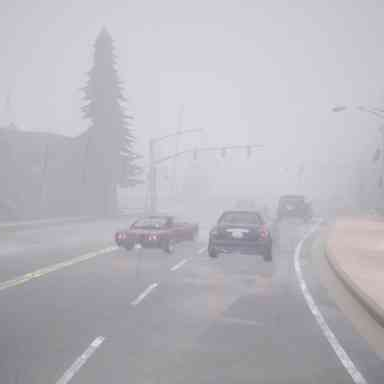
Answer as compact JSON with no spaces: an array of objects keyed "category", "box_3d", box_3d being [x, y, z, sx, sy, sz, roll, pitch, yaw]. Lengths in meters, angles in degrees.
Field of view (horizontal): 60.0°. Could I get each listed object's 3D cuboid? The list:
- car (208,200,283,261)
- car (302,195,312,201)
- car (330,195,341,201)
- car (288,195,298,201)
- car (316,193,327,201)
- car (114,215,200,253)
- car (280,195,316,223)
[{"category":"car","box_3d":[2.123,1.364,12.557,2.097,1.767,4.553,0,0,19]},{"category":"car","box_3d":[30.178,1.545,87.443,1.994,1.385,4.181,0,0,26]},{"category":"car","box_3d":[34.502,1.427,80.253,1.994,1.385,4.181,0,0,26]},{"category":"car","box_3d":[27.007,1.588,88.924,1.895,1.301,4.718,0,0,26]},{"category":"car","box_3d":[31.345,1.399,81.764,1.812,1.442,4.674,0,0,26]},{"category":"car","box_3d":[-1.172,1.614,13.738,1.895,1.301,4.718,0,0,19]},{"category":"car","box_3d":[8.026,1.256,25.772,2.150,2.045,5.566,0,0,25]}]
